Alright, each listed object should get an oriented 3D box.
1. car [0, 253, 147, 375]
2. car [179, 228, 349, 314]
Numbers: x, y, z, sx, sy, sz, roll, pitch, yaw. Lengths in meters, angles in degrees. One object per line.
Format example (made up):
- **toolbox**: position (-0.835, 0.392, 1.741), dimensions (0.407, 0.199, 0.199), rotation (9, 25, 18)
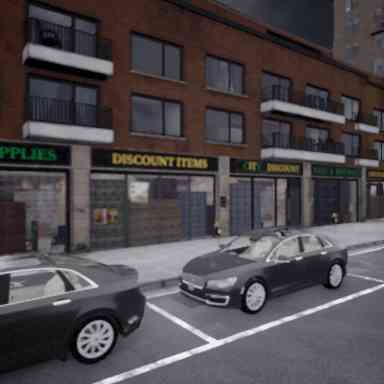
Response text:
- **car**: position (-2.729, 1.550, 4.241), dimensions (4.403, 1.369, 2.008), rotation (0, 0, -35)
- **car**: position (1.766, 1.528, 7.443), dimensions (4.403, 1.369, 2.008), rotation (0, 0, -35)
